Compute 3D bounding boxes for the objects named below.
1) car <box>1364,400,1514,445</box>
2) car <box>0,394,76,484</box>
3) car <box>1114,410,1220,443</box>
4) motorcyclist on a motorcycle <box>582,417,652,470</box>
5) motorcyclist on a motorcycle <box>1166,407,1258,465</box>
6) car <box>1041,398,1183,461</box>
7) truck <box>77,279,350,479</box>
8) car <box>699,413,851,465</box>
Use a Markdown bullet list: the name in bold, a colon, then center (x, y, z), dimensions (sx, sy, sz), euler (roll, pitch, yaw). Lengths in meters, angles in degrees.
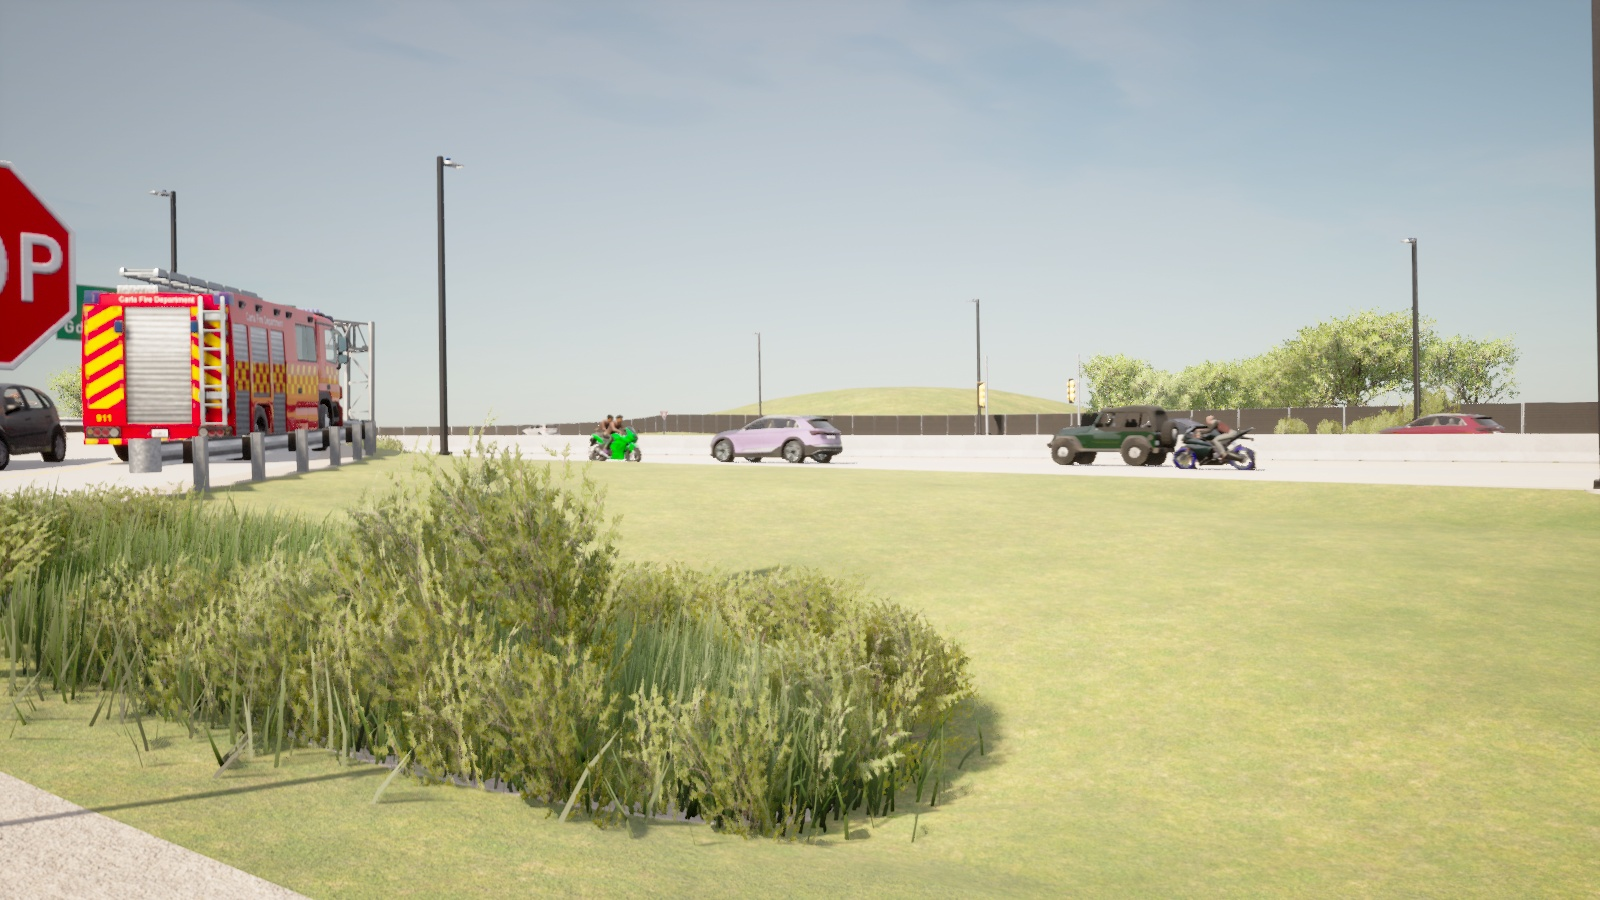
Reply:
- **car**: center (24.755, -1.050, 48.842), dimensions (2.033, 1.649, 4.856), euler (-2, 1, -31)
- **car**: center (-15.598, -0.226, 23.912), dimensions (1.851, 1.617, 3.988), euler (-2, 3, -10)
- **car**: center (17.805, -1.150, 61.200), dimensions (2.128, 1.511, 4.902), euler (-2, 1, -28)
- **motorcyclist on a motorcycle**: center (-5.425, -0.193, 37.226), dimensions (2.044, 1.523, 0.797), euler (-1, 0, 35)
- **motorcyclist on a motorcycle**: center (11.211, -0.361, 34.210), dimensions (2.191, 1.530, 0.866), euler (-1, 1, 35)
- **car**: center (9.787, -0.618, 39.452), dimensions (3.866, 1.878, 1.905), euler (-1, 1, 35)
- **truck**: center (-12.892, -1.555, 28.617), dimensions (2.891, 3.827, 8.468), euler (-1, 2, -6)
- **car**: center (-0.888, -0.349, 42.597), dimensions (4.856, 1.649, 2.033), euler (-1, 1, 35)
